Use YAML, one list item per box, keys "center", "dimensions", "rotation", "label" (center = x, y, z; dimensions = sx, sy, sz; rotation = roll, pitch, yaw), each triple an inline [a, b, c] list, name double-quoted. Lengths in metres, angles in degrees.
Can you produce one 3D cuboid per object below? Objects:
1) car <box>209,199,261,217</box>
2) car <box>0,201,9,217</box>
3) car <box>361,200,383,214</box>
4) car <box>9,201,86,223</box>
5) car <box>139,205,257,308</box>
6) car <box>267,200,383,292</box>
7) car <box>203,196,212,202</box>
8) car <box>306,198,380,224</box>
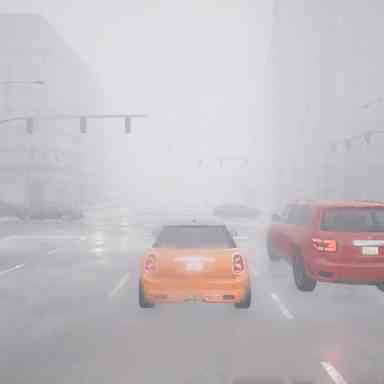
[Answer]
- center: [3.750, 1.564, 28.227]
  dimensions: [4.181, 1.385, 1.994]
  rotation: [0, 0, 1]
  label: "car"
- center: [-15.768, 1.525, 28.758]
  dimensions: [4.674, 1.442, 1.812]
  rotation: [0, 0, -5]
  label: "car"
- center: [20.510, 1.564, 35.231]
  dimensions: [4.181, 1.385, 1.994]
  rotation: [0, 0, 1]
  label: "car"
- center: [-10.498, 1.492, 24.891]
  dimensions: [4.902, 1.511, 2.128]
  rotation: [0, 0, 1]
  label: "car"
- center: [0.070, 1.352, 8.060]
  dimensions: [2.097, 1.767, 4.553]
  rotation: [0, 0, 1]
  label: "car"
- center: [3.548, 1.221, 9.082]
  dimensions: [2.150, 2.045, 5.566]
  rotation: [0, 0, 2]
  label: "car"
- center: [3.617, 1.524, 74.412]
  dimensions: [1.812, 1.442, 4.674]
  rotation: [0, 0, 0]
  label: "car"
- center: [11.079, 1.352, 24.641]
  dimensions: [4.553, 1.767, 2.097]
  rotation: [0, 0, 1]
  label: "car"
